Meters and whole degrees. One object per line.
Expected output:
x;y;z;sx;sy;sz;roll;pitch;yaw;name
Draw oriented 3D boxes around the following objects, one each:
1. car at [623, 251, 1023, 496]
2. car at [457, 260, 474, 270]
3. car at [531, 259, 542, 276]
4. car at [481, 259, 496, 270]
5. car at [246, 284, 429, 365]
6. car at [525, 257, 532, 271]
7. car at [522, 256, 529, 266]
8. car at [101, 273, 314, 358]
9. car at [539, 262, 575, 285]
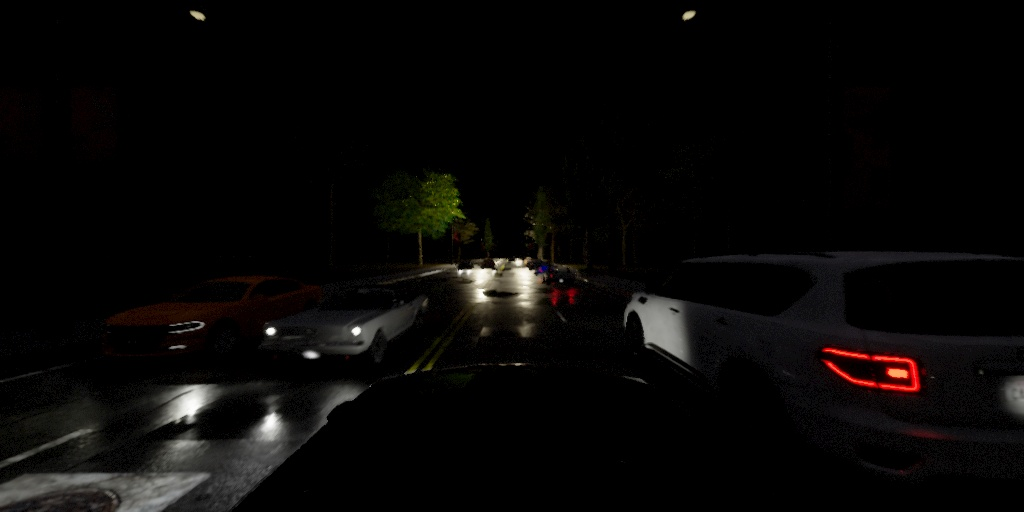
3.349;0.970;5.013;2.150;2.045;5.566;0;0;0;car
-6.554;1.276;51.326;1.994;1.385;4.181;0;0;1;car
3.245;1.282;36.799;1.812;1.442;4.674;0;0;0;car
-3.316;1.193;50.671;1.882;1.535;5.008;0;0;0;car
-3.349;1.350;8.198;1.895;1.301;4.718;0;0;0;car
3.243;1.233;47.827;2.163;1.488;4.792;0;0;0;car
3.242;1.213;58.795;2.033;1.411;5.357;0;0;0;car
-6.598;1.227;8.699;1.882;1.535;5.008;0;0;0;car
3.247;1.357;25.829;1.895;1.301;4.718;0;0;0;car
